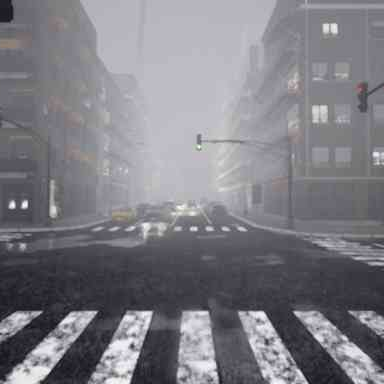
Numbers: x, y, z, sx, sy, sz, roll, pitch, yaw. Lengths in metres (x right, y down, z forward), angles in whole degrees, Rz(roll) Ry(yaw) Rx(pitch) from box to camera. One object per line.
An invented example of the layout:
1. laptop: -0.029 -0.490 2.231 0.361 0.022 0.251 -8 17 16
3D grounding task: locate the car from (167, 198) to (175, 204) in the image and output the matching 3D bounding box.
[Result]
1. car: -5.705 2.440 89.246 1.752 1.417 4.829 1 -1 0

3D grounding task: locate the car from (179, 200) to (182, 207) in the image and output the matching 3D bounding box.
1. car: -3.008 2.243 68.285 2.033 1.411 5.357 0 -1 -1

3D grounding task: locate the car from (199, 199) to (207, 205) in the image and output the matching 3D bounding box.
1. car: 2.677 2.425 83.881 1.947 1.339 4.313 1 -1 0

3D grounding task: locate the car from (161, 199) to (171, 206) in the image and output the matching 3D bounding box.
1. car: -5.702 2.288 72.847 1.887 1.381 4.507 1 -1 0

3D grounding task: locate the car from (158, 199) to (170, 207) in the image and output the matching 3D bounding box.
1. car: -5.701 2.237 67.324 2.008 1.369 4.403 1 -1 0

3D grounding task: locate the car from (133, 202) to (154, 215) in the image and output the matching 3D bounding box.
1. car: -5.694 1.948 39.708 1.887 1.381 4.507 1 -1 0

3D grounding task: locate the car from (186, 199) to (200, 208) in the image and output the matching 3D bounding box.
1. car: -0.014 2.159 60.015 2.033 1.411 5.357 0 -1 0

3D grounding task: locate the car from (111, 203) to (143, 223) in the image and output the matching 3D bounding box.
1. car: -5.690 1.814 28.492 1.752 1.417 4.829 1 -1 0

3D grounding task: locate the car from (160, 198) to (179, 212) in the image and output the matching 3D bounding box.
1. car: -3.093 1.980 44.645 1.812 1.442 4.674 0 0 0

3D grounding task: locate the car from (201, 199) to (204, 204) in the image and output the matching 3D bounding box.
1. car: 2.684 2.098 50.742 1.802 1.307 4.206 1 -1 0

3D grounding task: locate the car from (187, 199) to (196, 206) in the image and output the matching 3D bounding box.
1. car: -0.018 2.174 70.438 1.812 1.442 4.674 0 -1 0

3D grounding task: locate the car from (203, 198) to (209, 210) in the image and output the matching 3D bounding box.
1. car: 2.688 1.843 39.697 1.967 1.590 4.097 1 -1 0

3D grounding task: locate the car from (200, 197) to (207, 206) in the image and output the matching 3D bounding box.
1. car: 2.682 2.059 72.838 2.192 1.841 5.009 1 -1 0

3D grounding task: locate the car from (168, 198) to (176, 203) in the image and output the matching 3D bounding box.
1. car: -5.707 2.525 94.939 2.008 1.369 4.403 1 -1 0

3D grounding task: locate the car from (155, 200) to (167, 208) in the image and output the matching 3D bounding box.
1. car: -5.699 2.153 61.631 1.752 1.417 4.829 1 -1 0

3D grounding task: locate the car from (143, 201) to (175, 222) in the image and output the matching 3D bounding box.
1. car: -3.076 1.853 30.179 2.033 1.411 5.357 0 0 4

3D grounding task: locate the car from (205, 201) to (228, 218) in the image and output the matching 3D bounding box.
1. car: 2.689 1.892 34.173 1.887 1.381 4.507 1 -1 0
